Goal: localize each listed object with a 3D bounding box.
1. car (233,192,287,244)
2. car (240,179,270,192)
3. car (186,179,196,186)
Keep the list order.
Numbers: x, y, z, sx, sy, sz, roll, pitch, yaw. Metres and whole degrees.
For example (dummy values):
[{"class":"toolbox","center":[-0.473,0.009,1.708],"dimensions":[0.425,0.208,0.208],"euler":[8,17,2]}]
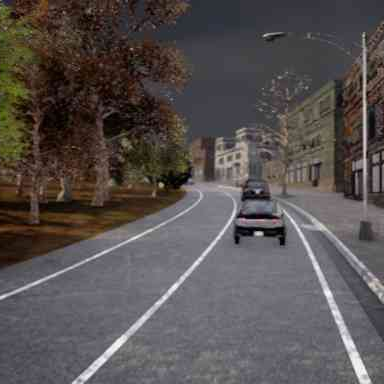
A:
[{"class":"car","center":[2.760,1.033,13.369],"dimensions":[2.128,1.511,4.902],"euler":[0,3,13]},{"class":"car","center":[5.307,-0.059,28.095],"dimensions":[2.150,2.045,5.566],"euler":[1,3,6]},{"class":"car","center":[-0.566,-2.073,69.372],"dimensions":[1.812,1.442,4.674],"euler":[1,3,-12]}]
